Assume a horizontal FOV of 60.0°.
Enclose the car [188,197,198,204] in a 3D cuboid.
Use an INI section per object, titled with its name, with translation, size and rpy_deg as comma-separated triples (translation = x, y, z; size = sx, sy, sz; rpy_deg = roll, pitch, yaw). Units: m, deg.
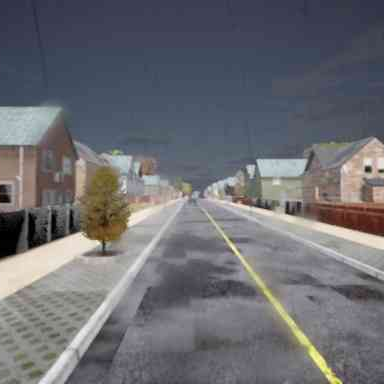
[car]
translation = 0.158, 1.744, 67.893
size = 2.033, 1.411, 5.357
rpy_deg = 0, 0, 0
